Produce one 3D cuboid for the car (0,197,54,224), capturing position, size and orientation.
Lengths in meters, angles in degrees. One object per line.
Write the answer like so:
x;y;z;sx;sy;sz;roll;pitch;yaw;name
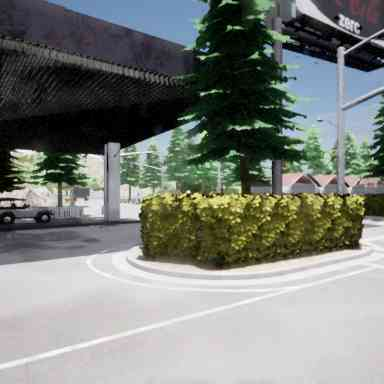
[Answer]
-11.983;1.315;23.471;3.866;1.878;1.905;0;0;-36;car
